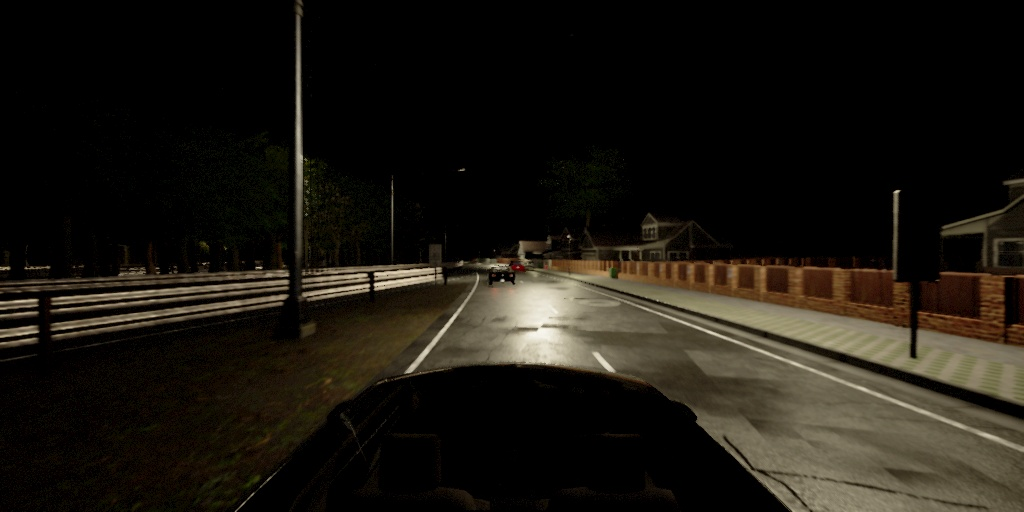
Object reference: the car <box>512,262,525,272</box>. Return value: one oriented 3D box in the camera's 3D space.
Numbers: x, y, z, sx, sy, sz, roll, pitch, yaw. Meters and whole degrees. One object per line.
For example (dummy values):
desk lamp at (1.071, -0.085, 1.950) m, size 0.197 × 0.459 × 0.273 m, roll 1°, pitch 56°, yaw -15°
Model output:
car at (0.536, 1.479, 48.975) m, size 1.994 × 1.385 × 4.181 m, roll 0°, pitch 0°, yaw -7°

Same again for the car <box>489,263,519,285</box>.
car at (-0.823, 1.403, 27.063) m, size 1.895 × 1.301 × 4.718 m, roll 0°, pitch 0°, yaw -4°
